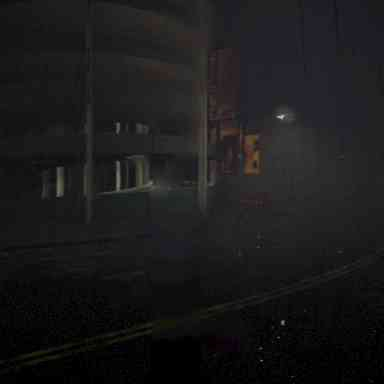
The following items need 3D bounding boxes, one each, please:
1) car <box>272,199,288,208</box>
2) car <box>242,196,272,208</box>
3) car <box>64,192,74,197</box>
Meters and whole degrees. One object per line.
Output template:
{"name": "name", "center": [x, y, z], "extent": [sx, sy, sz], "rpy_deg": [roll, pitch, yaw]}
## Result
{"name": "car", "center": [12.540, 1.675, 49.938], "extent": [1.994, 1.385, 4.181], "rpy_deg": [0, 0, -19]}
{"name": "car", "center": [9.215, 1.450, 48.933], "extent": [2.097, 1.767, 4.553], "rpy_deg": [0, 0, -20]}
{"name": "car", "center": [-22.681, 1.049, 59.799], "extent": [2.435, 2.045, 5.566], "rpy_deg": [0, 0, -36]}
